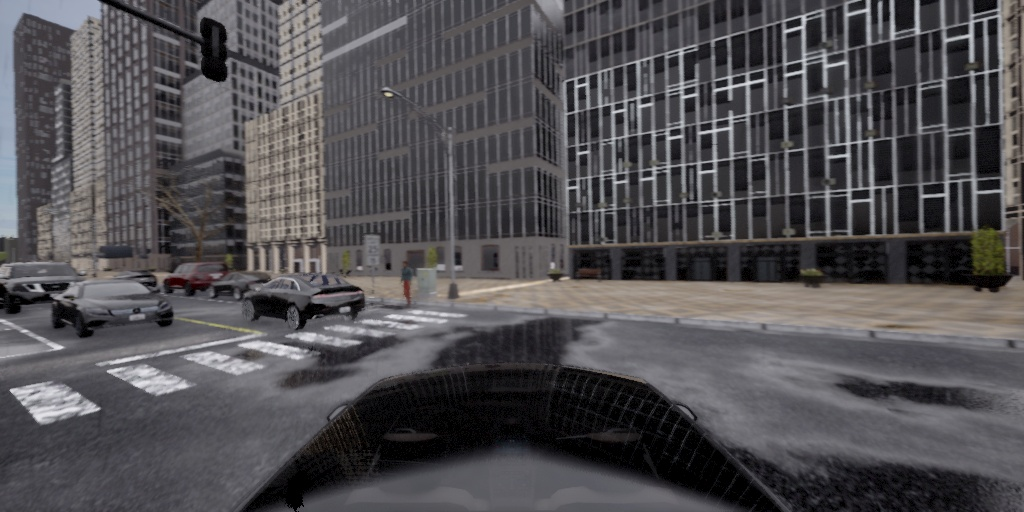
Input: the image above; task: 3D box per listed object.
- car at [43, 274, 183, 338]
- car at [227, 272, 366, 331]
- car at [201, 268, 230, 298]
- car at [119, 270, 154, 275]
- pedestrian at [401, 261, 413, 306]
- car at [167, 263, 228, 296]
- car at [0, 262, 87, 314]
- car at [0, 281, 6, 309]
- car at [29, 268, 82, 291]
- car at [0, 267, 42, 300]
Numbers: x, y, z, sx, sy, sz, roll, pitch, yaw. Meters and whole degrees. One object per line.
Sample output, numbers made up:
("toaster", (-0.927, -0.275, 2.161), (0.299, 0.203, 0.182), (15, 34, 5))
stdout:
("car", (-12.332, 1.457, 11.017), (4.674, 1.442, 1.812), (-1, 0, 30))
("car", (-6.705, 1.322, 11.403), (4.902, 1.511, 2.128), (-1, 0, 34))
("car", (-13.832, 1.494, 18.559), (4.313, 1.339, 1.948), (0, 0, 30))
("car", (-28.210, 1.721, 26.789), (4.313, 1.339, 1.948), (0, 0, 30))
("pedestrian", (-4.227, 1.069, 14.396), (0.375, 1.860, 0.375), (-1, 0, 30))
("car", (-18.625, 1.318, 21.303), (5.009, 1.841, 2.192), (0, 0, 30))
("car", (-20.948, 1.286, 15.939), (5.566, 2.045, 2.150), (-1, 0, 29))
("car", (-17.995, 1.575, 11.287), (4.507, 1.381, 1.888), (0, 0, 30))
("car", (-35.656, 1.763, 27.989), (5.008, 1.535, 1.882), (-1, 0, 30))
("car", (-29.871, 1.558, 21.045), (4.553, 1.767, 2.097), (-1, 0, 29))
